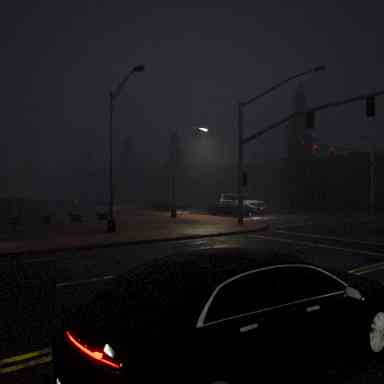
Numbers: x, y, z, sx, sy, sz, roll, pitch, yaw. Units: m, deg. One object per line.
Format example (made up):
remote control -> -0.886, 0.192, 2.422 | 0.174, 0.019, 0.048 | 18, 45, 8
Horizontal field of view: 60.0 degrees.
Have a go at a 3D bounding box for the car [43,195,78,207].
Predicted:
car -> -20.170, 1.601, 51.658 | 4.718, 1.301, 1.895 | 0, 0, 20

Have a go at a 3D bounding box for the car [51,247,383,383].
car -> 0.807, 1.505, 4.374 | 4.892, 1.490, 1.837 | 0, 0, -35

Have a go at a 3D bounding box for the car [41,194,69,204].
car -> -26.261, 1.352, 63.788 | 4.553, 1.767, 2.097 | 0, 0, 9

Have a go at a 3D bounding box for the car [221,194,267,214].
car -> 5.184, 1.221, 34.844 | 2.150, 2.045, 5.566 | 0, 0, -37

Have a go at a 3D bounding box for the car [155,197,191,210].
car -> -2.553, 1.478, 44.310 | 5.008, 1.535, 1.882 | 0, 0, 44

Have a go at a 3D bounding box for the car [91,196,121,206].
car -> -13.343, 1.526, 52.331 | 4.674, 1.442, 1.812 | 0, 0, 28

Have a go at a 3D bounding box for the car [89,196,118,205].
car -> -16.301, 1.478, 61.324 | 5.008, 1.535, 1.882 | 0, 0, 21

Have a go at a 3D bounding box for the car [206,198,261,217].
car -> 3.536, 1.547, 31.219 | 2.033, 1.411, 5.357 | 0, 0, -36

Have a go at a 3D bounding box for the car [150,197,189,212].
car -> -2.909, 1.547, 39.700 | 2.033, 1.411, 5.357 | 0, 0, -40
